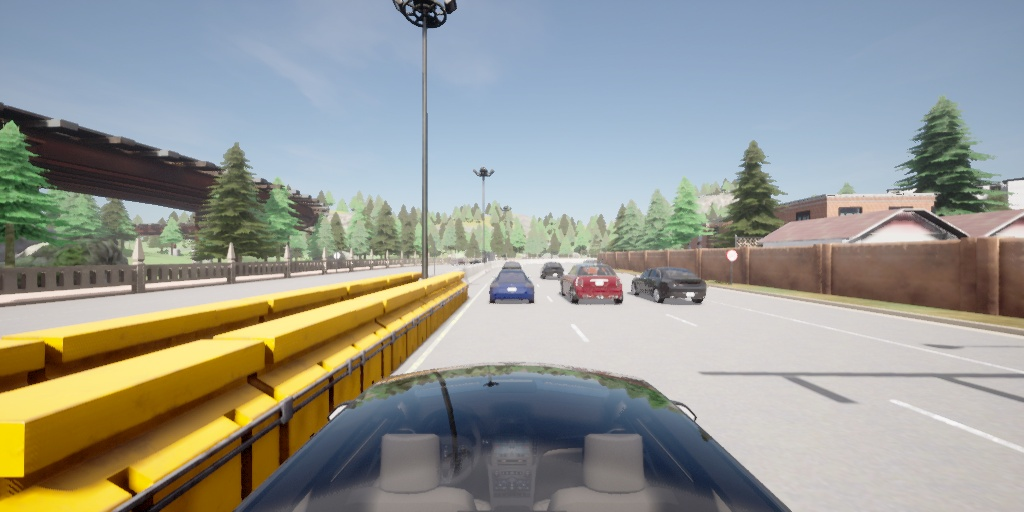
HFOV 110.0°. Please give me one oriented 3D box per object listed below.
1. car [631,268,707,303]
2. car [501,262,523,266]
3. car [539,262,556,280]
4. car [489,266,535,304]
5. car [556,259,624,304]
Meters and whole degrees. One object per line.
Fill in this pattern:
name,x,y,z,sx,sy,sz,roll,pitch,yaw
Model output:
car,7.000,1.264,16.500,1.837,1.490,4.892,0,0,0
car,0.000,1.232,31.500,1.882,1.535,5.008,0,0,0
car,3.500,1.264,31.500,1.837,1.490,4.892,0,0,0
car,0.000,1.320,16.500,1.994,1.385,4.181,0,0,0
car,3.500,1.113,16.470,2.097,1.767,4.553,0,0,0
